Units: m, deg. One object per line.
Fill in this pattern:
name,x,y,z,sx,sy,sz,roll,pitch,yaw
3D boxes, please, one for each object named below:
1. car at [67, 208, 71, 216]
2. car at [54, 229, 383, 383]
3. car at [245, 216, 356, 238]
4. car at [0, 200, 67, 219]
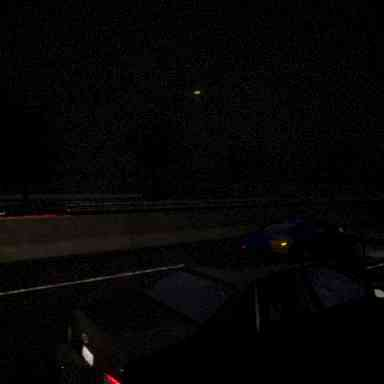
car,-10.563,1.344,22.244,4.553,1.767,2.097,0,0,-35
car,1.082,1.541,4.518,5.357,1.411,2.033,0,0,-35
car,3.643,1.503,10.657,4.674,1.442,1.812,0,0,-36
car,-8.442,1.350,15.162,4.553,1.767,2.097,0,0,-35
